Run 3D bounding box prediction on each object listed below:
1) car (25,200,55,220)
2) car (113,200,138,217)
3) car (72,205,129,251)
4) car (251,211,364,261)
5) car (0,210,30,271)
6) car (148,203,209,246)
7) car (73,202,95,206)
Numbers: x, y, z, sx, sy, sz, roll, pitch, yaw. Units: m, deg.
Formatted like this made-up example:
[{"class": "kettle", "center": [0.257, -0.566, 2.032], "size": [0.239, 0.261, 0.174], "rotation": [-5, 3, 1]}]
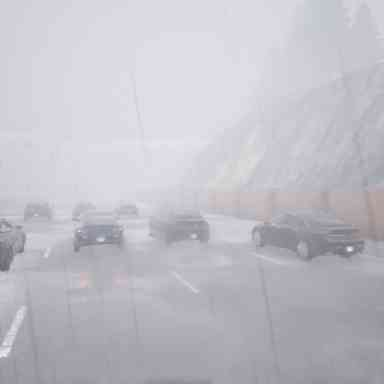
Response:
[{"class": "car", "center": [-12.441, 1.461, 27.181], "size": [1.837, 1.490, 4.892], "rotation": [0, 0, -20]}, {"class": "car", "center": [-6.098, 1.477, 30.237], "size": [1.812, 1.442, 4.674], "rotation": [0, 0, -20]}, {"class": "car", "center": [-4.010, 1.503, 14.016], "size": [1.812, 1.442, 4.674], "rotation": [0, 0, -19]}, {"class": "car", "center": [3.984, 1.484, 12.371], "size": [1.837, 1.490, 4.892], "rotation": [0, 0, -19]}, {"class": "car", "center": [-6.441, 1.509, 10.359], "size": [1.812, 1.442, 4.674], "rotation": [0, 0, -20]}, {"class": "car", "center": [-0.755, 1.479, 15.282], "size": [1.837, 1.490, 4.892], "rotation": [0, 0, -20]}, {"class": "car", "center": [-9.231, 1.518, 28.599], "size": [1.994, 1.385, 4.181], "rotation": [0, 0, -20]}]
